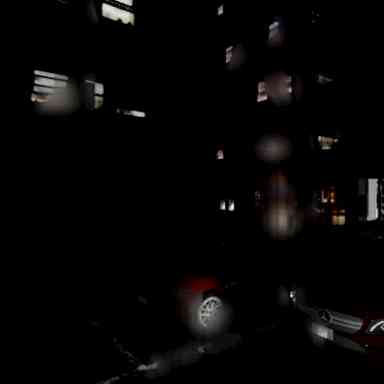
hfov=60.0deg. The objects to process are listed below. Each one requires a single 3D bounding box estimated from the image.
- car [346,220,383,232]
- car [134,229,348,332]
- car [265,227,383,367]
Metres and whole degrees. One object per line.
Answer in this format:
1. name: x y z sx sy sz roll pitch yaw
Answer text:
1. car: 5.558 1.549 10.065 4.403 1.369 2.008 0 0 -36
2. car: 1.010 1.545 6.820 4.507 1.381 1.887 0 0 -36
3. car: 3.567 1.525 5.617 4.674 1.442 1.812 0 0 -35
